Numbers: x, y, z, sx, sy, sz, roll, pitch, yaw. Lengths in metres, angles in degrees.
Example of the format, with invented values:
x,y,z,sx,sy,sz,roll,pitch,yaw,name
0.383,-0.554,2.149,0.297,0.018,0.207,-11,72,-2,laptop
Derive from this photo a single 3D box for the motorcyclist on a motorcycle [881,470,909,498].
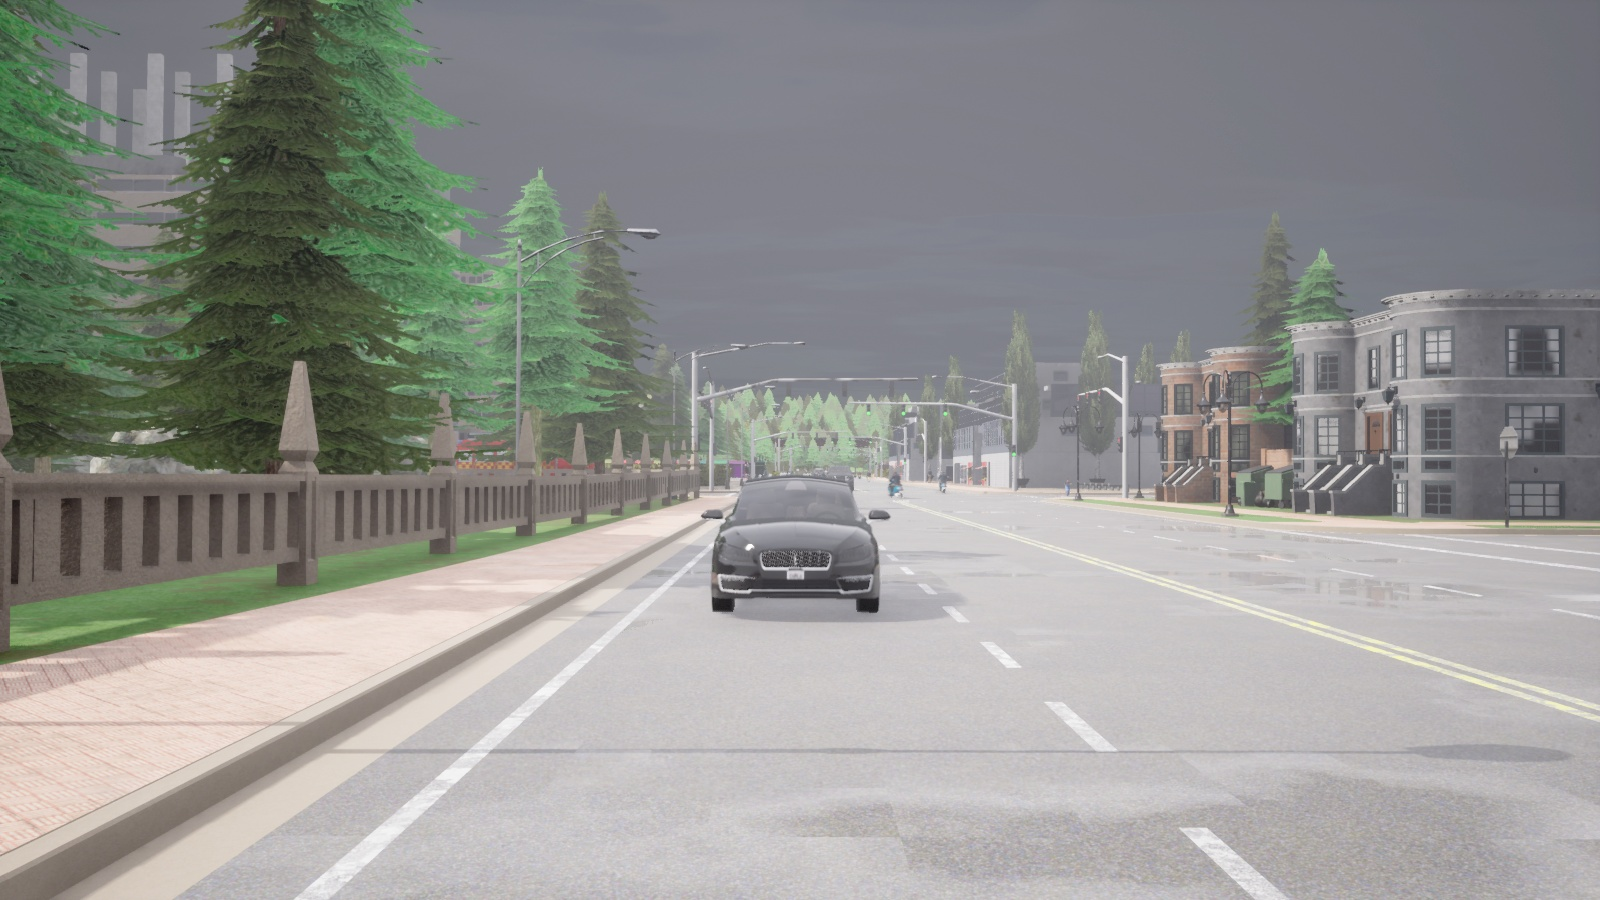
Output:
x,y,z,sx,sy,sz,roll,pitch,yaw,name
5.464,1.956,72.217,0.866,1.590,1.817,-1,-1,-22,motorcyclist on a motorcycle

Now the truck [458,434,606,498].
x,y,z,sx,sy,sz,roll,pitch,yaw,name
-16.340,1.007,77.079,8.468,3.827,2.891,0,-1,0,truck

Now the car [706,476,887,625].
x,y,z,sx,sy,sz,roll,pitch,yaw,name
-0.042,1.075,15.266,1.837,1.490,4.892,0,-1,0,car
